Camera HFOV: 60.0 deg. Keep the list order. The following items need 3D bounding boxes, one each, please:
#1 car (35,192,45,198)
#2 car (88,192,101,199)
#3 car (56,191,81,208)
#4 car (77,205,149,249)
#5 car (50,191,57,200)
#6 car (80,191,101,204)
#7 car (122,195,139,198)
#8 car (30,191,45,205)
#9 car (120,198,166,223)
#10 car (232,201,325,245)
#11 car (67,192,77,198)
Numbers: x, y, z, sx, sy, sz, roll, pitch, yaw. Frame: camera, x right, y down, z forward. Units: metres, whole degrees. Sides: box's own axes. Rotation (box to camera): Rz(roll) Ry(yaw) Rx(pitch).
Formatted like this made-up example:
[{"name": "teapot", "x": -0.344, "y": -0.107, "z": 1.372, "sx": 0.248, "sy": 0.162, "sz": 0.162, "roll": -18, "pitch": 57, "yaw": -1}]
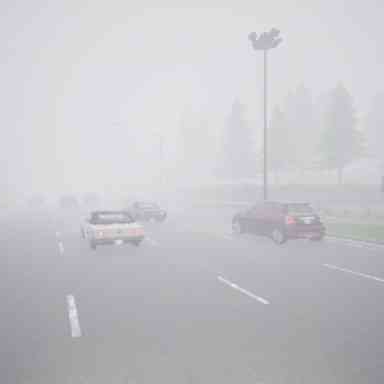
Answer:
[{"name": "car", "x": -35.272, "y": 0.668, "z": 77.227, "sx": 2.033, "sy": 1.411, "sz": 5.357, "roll": 0, "pitch": 1, "yaw": -24}, {"name": "car", "x": -20.507, "y": 0.780, "z": 69.834, "sx": 1.895, "sy": 1.301, "sz": 4.718, "roll": 0, "pitch": 1, "yaw": -24}, {"name": "car", "x": -14.410, "y": 1.031, "z": 38.723, "sx": 1.882, "sy": 1.535, "sz": 5.008, "roll": 0, "pitch": 0, "yaw": -24}, {"name": "car", "x": -3.466, "y": 1.436, "z": 13.778, "sx": 1.895, "sy": 1.301, "sz": 4.718, "roll": 0, "pitch": 1, "yaw": -23}, {"name": "car", "x": -26.894, "y": 0.713, "z": 66.876, "sx": 1.882, "sy": 1.535, "sz": 5.008, "roll": 0, "pitch": 1, "yaw": -24}, {"name": "car", "x": -14.385, "y": 0.798, "z": 47.363, "sx": 2.097, "sy": 1.767, "sz": 4.553, "roll": 0, "pitch": 1, "yaw": -24}, {"name": "car", "x": -7.369, "y": 1.044, "z": 40.102, "sx": 1.812, "sy": 1.442, "sz": 4.674, "roll": 0, "pitch": 1, "yaw": -24}, {"name": "car", "x": -21.876, "y": 1.016, "z": 47.011, "sx": 2.033, "sy": 1.411, "sz": 5.357, "roll": 0, "pitch": 1, "yaw": -24}, {"name": "car", "x": -3.321, "y": 1.332, "z": 22.203, "sx": 1.895, "sy": 1.301, "sz": 4.718, "roll": 0, "pitch": 1, "yaw": -24}, {"name": "car", "x": 3.660, "y": 1.156, "z": 14.933, "sx": 2.097, "sy": 1.767, "sz": 4.553, "roll": 0, "pitch": 1, "yaw": -23}, {"name": "car", "x": -28.940, "y": 0.670, "z": 80.216, "sx": 1.895, "sy": 1.301, "sz": 4.718, "roll": 0, "pitch": 1, "yaw": -24}]
